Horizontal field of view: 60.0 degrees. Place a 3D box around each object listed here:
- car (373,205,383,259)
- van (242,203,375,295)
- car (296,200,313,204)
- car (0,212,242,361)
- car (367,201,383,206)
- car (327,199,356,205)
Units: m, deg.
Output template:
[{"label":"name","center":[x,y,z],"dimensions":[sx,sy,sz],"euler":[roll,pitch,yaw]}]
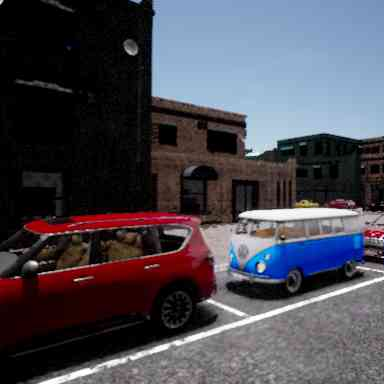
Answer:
[{"label":"car","center":[7.319,1.431,11.765],"dimensions":[4.097,1.590,1.967],"euler":[0,1,-35]},{"label":"van","center":[2.725,1.336,8.485],"dimensions":[3.998,1.788,1.690],"euler":[0,1,-35]},{"label":"car","center":[16.249,1.839,48.854],"dimensions":[1.752,1.417,4.829],"euler":[0,-1,-35]},{"label":"car","center":[-1.869,1.314,5.207],"dimensions":[5.009,1.841,2.192],"euler":[0,1,-35]},{"label":"car","center":[22.675,1.773,39.599],"dimensions":[1.947,1.339,4.313],"euler":[0,-1,-35]},{"label":"car","center":[19.511,1.700,44.158],"dimensions":[1.967,1.590,4.097],"euler":[0,-1,-35]}]
